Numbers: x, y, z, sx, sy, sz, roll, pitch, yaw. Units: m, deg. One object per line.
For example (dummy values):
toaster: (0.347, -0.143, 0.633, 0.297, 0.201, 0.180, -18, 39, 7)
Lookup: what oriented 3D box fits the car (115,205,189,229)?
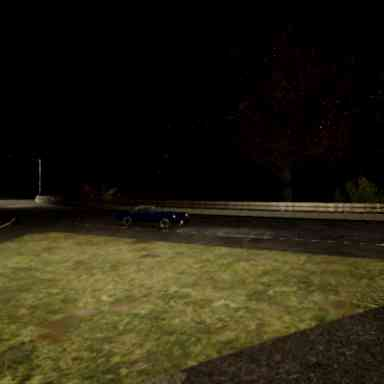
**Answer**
car: (-2.548, 1.532, 21.399, 4.718, 1.301, 1.895, 0, 0, 30)
